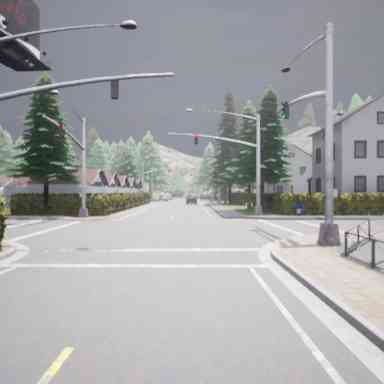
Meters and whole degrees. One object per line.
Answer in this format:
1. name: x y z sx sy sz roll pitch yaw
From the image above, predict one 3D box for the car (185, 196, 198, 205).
1. car: -0.081 1.474 59.182 1.837 1.490 4.892 0 0 0
